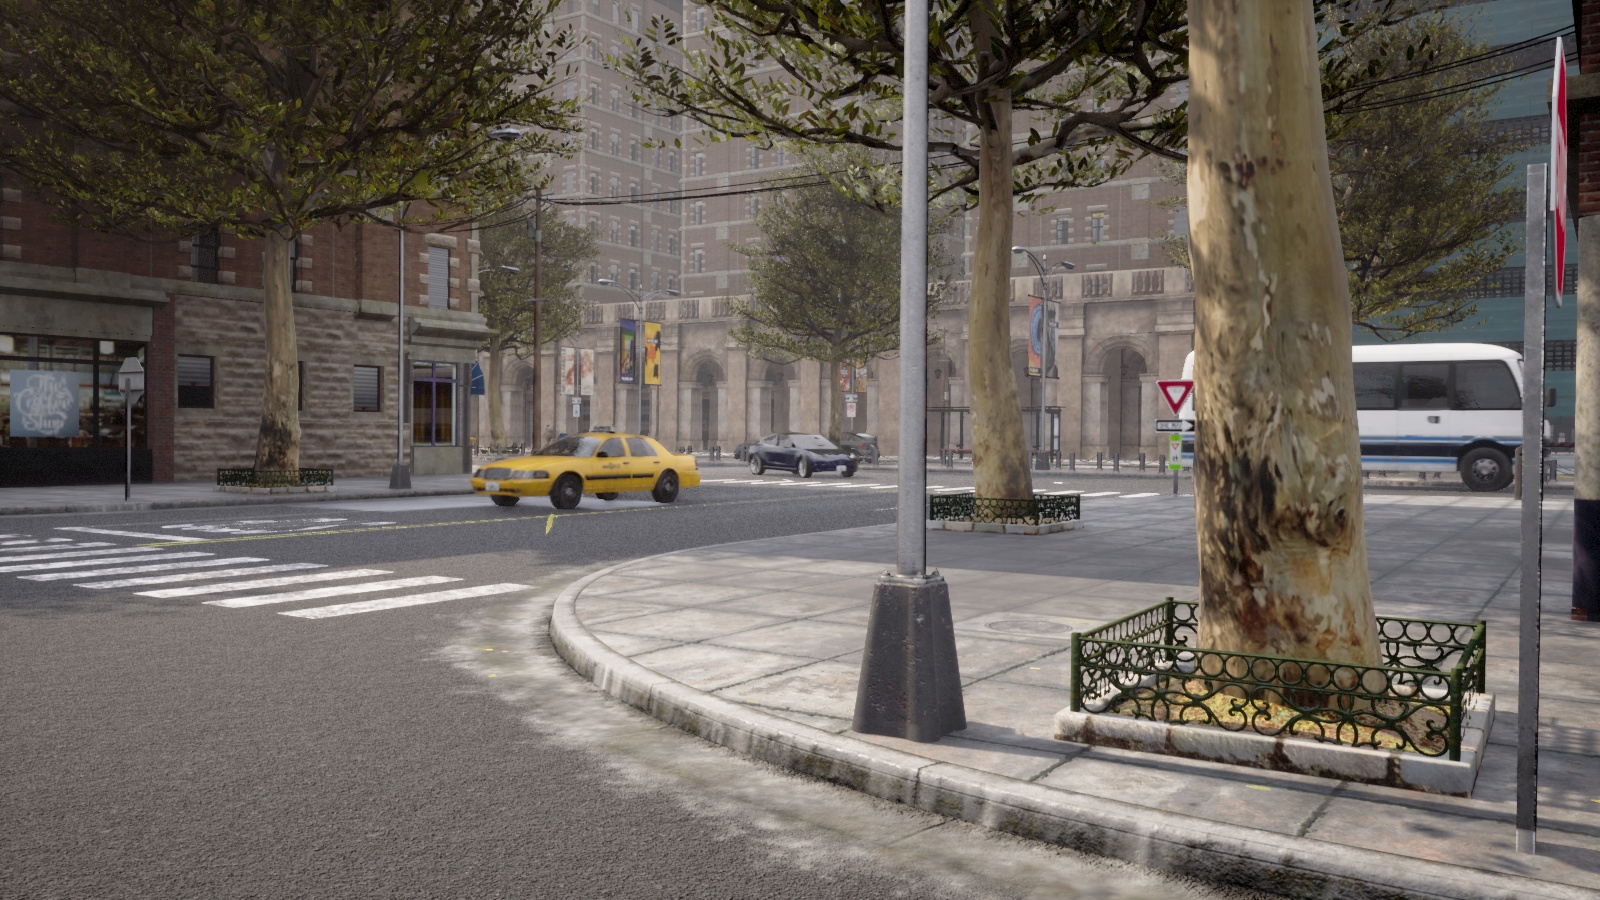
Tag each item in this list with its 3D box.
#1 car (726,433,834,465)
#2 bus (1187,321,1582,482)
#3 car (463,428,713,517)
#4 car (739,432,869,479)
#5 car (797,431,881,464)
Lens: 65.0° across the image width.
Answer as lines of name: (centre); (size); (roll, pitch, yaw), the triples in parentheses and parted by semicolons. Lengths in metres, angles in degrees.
car: (-0.953, -0.063, 59.237); (4.892, 1.490, 1.837); (0, 1, 33)
bus: (17.329, -1.316, 37.622); (10.273, 4.253, 3.944); (0, 1, 33)
car: (-4.078, 0.363, 25.220); (1.801, 1.575, 5.366); (0, 1, 33)
car: (0.064, 0.148, 42.657); (2.163, 1.488, 4.792); (-1, 1, -33)
car: (1.919, -0.148, 61.536); (3.705, 1.549, 1.789); (0, 1, 33)
